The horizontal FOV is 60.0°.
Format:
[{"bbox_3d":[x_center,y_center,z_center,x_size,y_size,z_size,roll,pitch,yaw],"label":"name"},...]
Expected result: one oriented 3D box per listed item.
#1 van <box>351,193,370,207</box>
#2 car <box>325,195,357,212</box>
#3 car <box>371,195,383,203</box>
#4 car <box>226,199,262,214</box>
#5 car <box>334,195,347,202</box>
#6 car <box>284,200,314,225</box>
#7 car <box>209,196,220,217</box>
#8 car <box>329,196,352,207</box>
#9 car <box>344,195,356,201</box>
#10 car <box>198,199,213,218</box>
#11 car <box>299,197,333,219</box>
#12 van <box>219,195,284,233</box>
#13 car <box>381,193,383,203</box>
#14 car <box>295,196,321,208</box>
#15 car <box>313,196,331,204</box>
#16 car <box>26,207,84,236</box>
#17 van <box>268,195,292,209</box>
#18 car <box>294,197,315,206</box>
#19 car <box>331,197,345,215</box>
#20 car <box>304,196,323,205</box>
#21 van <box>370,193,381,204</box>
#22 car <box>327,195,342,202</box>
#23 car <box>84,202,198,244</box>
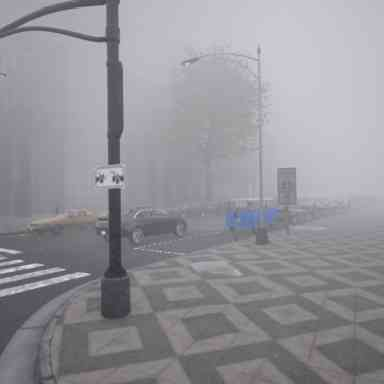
[{"bbox_3d":[22.378,1.127,44.737,1.690,1.788,3.998,-1,0,36],"label":"van"},{"bbox_3d":[16.055,1.363,35.950,2.008,1.369,4.403,-1,0,36],"label":"car"},{"bbox_3d":[35.032,1.304,62.309,1.947,1.339,4.313,-1,-1,36],"label":"car"},{"bbox_3d":[5.695,1.529,36.148,2.008,1.369,4.403,-1,0,36],"label":"car"},{"bbox_3d":[33.185,1.415,74.332,1.887,1.381,4.507,-1,-1,36],"label":"car"},{"bbox_3d":[6.566,1.422,22.770,1.947,1.339,4.313,-1,0,36],"label":"car"},{"bbox_3d":[2.601,1.307,31.857,2.192,1.841,5.009,-1,0,36],"label":"car"},{"bbox_3d":[21.819,1.376,48.686,2.033,1.411,5.357,-1,-1,36],"label":"car"},{"bbox_3d":[39.547,1.401,83.169,2.008,1.369,4.403,-1,-1,36],"label":"car"},{"bbox_3d":[-0.486,1.552,27.563,1.887,1.381,4.507,-1,0,36],"label":"car"},{"bbox_3d":[9.729,1.385,27.163,1.887,1.381,4.507,-1,0,36],"label":"car"},{"bbox_3d":[3.401,1.212,18.379,1.690,1.788,3.998,-1,0,36],"label":"van"},{"bbox_3d":[31.968,1.274,58.053,1.752,1.417,4.829,-1,-1,36],"label":"car"},{"bbox_3d":[15.976,1.386,45.707,2.128,1.511,4.902,-1,-1,36],"label":"car"},{"bbox_3d":[24.236,1.453,61.902,2.008,1.369,4.403,-1,-1,36],"label":"car"},{"bbox_3d":[-6.772,1.564,18.843,1.752,1.417,4.829,-1,0,36],"label":"car"},{"bbox_3d":[11.872,1.292,44.734,1.690,1.788,3.998,-1,0,36],"label":"van"},{"bbox_3d":[18.055,1.492,53.317,1.947,1.339,4.313,-1,0,36],"label":"car"},{"bbox_3d":[12.892,1.408,31.557,1.802,1.307,4.206,-1,0,36],"label":"car"},{"bbox_3d":[21.046,1.440,57.472,1.752,1.417,4.829,-1,-1,36],"label":"car"},{"bbox_3d":[28.703,1.102,53.524,1.690,1.788,3.998,-1,-1,36],"label":"van"},{"bbox_3d":[30.004,1.432,69.914,2.008,1.369,4.403,-1,-1,36],"label":"car"},{"bbox_3d":[-2.156,1.429,15.387,2.128,1.511,4.902,-1,-1,36],"label":"car"}]
